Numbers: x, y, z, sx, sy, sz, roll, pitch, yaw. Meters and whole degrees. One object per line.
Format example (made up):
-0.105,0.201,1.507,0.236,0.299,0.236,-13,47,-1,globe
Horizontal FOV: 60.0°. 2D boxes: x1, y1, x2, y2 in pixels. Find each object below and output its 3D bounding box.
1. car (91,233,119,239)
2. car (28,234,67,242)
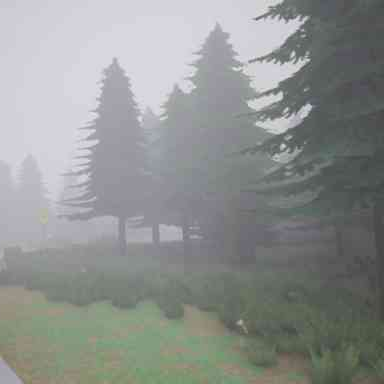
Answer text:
-9.063,5.250,36.304,2.128,1.511,4.902,-5,-9,23,car
-13.905,4.874,32.820,1.882,1.535,5.008,-5,-9,17,car
